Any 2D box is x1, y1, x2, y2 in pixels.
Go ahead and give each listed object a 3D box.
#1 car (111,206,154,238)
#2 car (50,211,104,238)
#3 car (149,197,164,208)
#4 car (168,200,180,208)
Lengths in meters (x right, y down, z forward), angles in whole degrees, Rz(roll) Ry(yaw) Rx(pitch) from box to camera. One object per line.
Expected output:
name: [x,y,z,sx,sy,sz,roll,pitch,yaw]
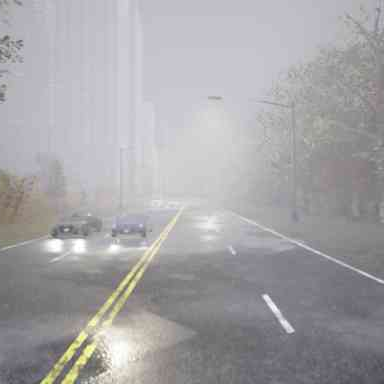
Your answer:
car: [-3.343,1.750,19.309,1.812,1.442,4.674,0,-1,0]
car: [-6.592,1.813,19.429,1.994,1.385,4.181,0,-1,0]
car: [-6.484,1.897,61.545,2.150,2.045,5.566,0,-1,1]
car: [-3.234,2.178,61.588,1.812,1.442,4.674,0,-1,1]
